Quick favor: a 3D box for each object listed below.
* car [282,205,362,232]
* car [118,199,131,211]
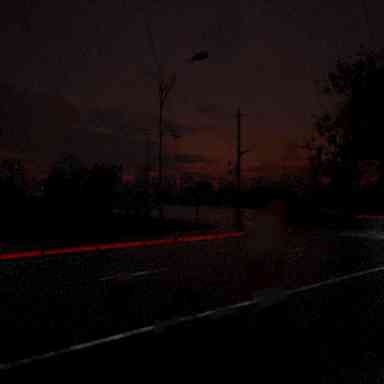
[{"bbox_3d":[8.162,1.609,21.328,1.882,1.535,5.008,0,0,-39],"label":"car"},{"bbox_3d":[-7.423,1.647,40.780,1.812,1.442,4.674,0,0,-39],"label":"car"}]
